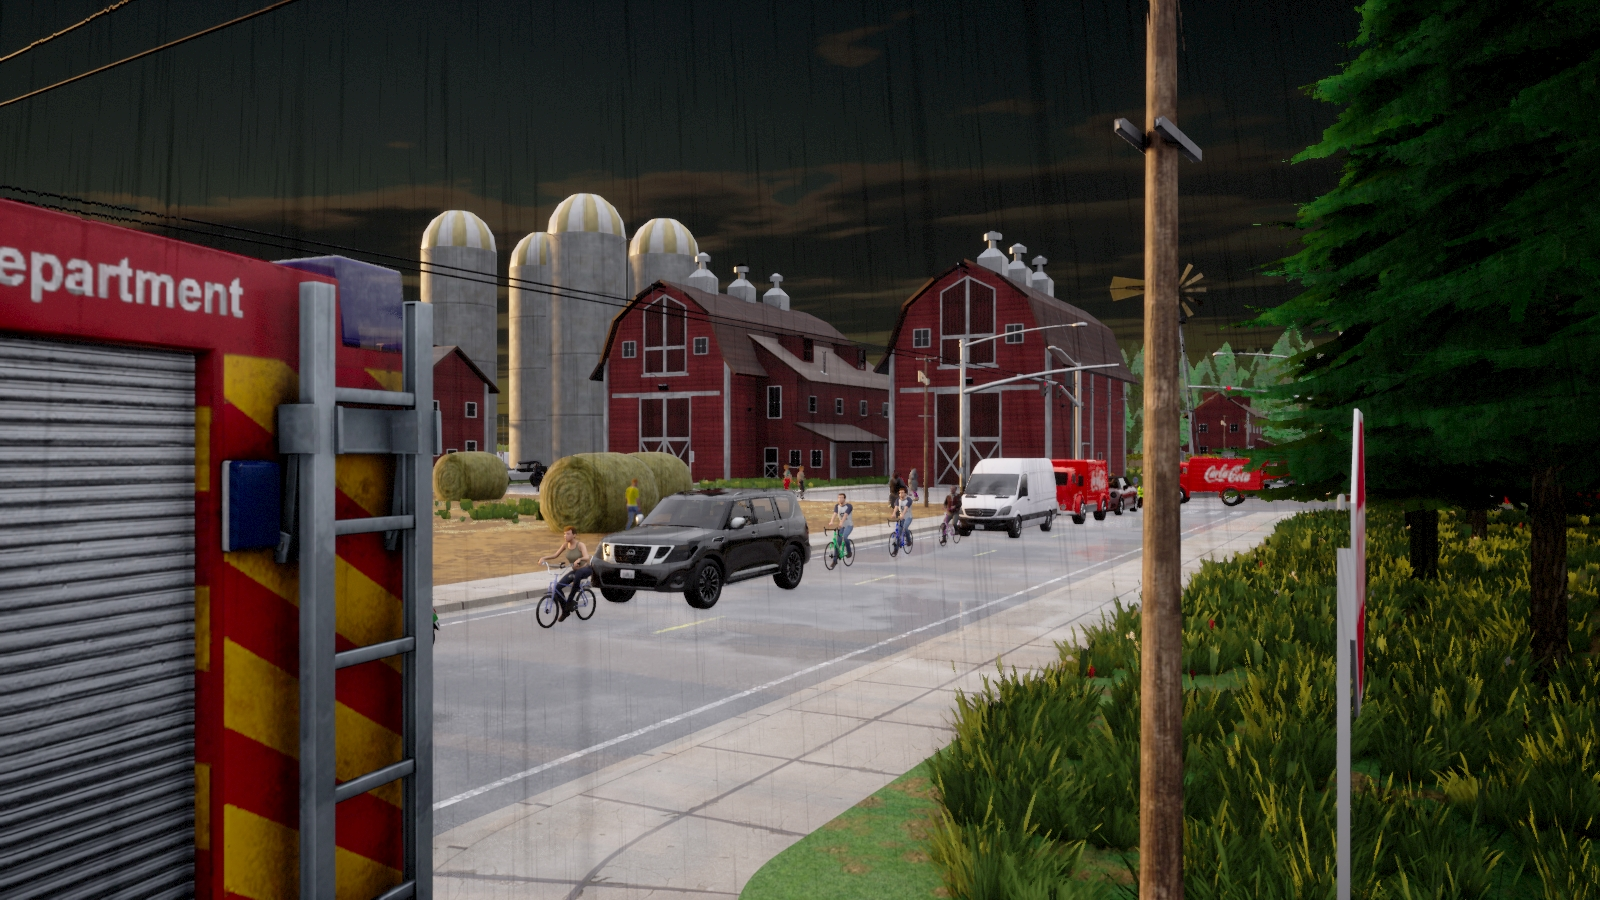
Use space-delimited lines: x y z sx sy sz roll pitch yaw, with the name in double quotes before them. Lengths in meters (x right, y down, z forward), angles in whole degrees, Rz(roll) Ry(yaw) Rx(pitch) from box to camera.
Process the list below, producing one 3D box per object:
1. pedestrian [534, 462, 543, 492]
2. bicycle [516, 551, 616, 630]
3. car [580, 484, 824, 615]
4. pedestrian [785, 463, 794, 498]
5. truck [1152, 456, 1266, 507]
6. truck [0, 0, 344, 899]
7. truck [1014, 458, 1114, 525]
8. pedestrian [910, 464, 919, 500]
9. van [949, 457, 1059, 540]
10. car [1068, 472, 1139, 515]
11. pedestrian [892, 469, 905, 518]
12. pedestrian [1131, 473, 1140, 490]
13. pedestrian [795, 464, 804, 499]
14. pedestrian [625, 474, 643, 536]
"pedestrian" -16.129 1.669 70.422 0.375 1.860 0.375 0 0 26
"bicycle" -3.784 2.256 18.575 0.859 1.080 1.487 0 0 28
"car" -1.716 1.779 22.423 2.150 2.045 5.566 0 0 27
"pedestrian" -0.580 1.670 62.560 0.375 1.860 0.375 0 0 28
"truck" 20.996 1.557 58.691 5.204 2.467 2.627 0 0 27
"truck" -5.968 0.867 3.805 8.468 3.827 2.891 0 0 20
"truck" 10.553 1.568 45.371 2.627 2.467 5.204 0 0 28
"pedestrian" 5.946 1.671 59.156 0.375 1.860 0.375 0 0 24
"van" 7.063 1.534 38.944 1.988 2.561 5.915 0 0 28
"car" 13.653 1.903 51.218 2.097 1.767 4.553 0 0 28
"pedestrian" 3.809 1.686 44.111 0.375 1.860 0.375 0 0 37
"pedestrian" 22.196 2.076 75.553 0.500 1.100 0.500 0 0 27
"pedestrian" -0.033 1.668 60.428 0.375 1.860 0.375 0 0 27
"pedestrian" -5.075 1.681 34.944 0.375 1.860 0.375 0 0 34
